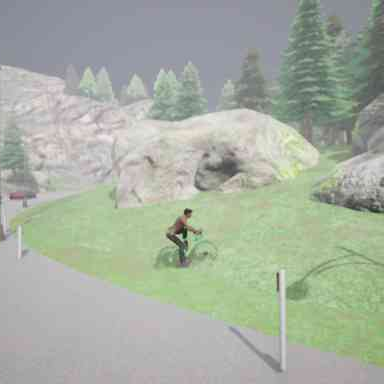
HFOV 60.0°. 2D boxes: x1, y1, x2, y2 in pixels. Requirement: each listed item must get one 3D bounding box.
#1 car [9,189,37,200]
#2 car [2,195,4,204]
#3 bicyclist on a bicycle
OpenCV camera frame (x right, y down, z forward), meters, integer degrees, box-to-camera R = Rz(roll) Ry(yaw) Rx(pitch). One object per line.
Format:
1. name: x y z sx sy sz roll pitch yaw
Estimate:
1. car: -22.202 0.267 43.871 1.994 1.385 4.181 0 3 0
2. car: -20.903 0.585 34.005 1.882 1.535 5.008 0 2 -11
3. bicyclist on a bicycle: -0.171 1.266 8.895 1.656 1.620 0.582 -8 7 -6
